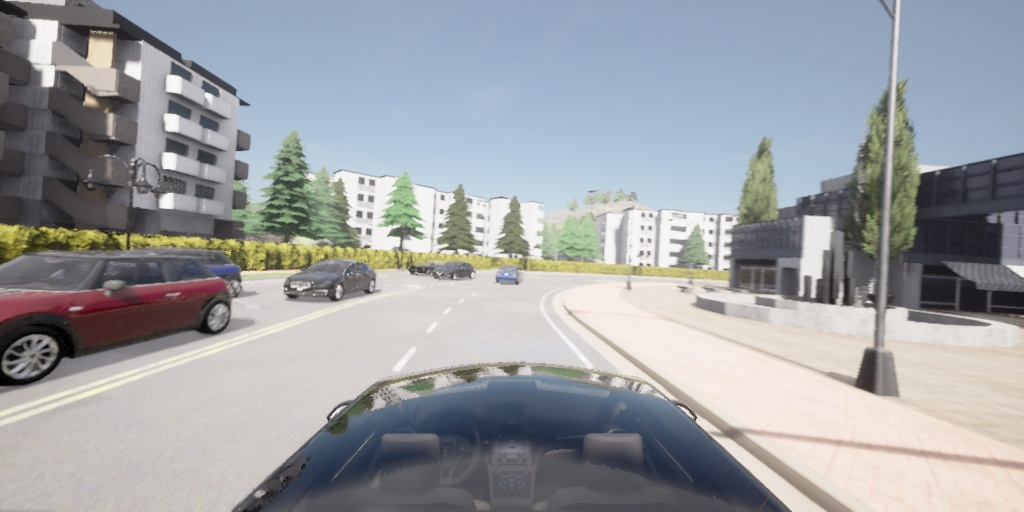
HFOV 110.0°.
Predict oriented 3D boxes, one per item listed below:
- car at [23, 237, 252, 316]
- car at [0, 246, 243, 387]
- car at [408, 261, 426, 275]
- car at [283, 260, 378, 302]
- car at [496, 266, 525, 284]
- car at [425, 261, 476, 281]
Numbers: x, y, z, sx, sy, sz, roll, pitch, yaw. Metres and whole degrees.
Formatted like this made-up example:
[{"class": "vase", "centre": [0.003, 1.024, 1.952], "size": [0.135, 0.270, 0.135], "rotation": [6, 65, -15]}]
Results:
[{"class": "car", "centre": [-10.696, 0.517, 10.928], "size": [2.097, 1.767, 4.553], "rotation": [3, -1, 0]}, {"class": "car", "centre": [-7.110, 0.699, 5.919], "size": [2.097, 1.767, 4.553], "rotation": [3, 0, -2]}, {"class": "car", "centre": [-7.125, 1.124, 31.994], "size": [1.895, 1.301, 4.718], "rotation": [3, 0, 23]}, {"class": "car", "centre": [-7.222, 0.905, 14.817], "size": [1.837, 1.490, 4.892], "rotation": [3, 0, 2]}, {"class": "car", "centre": [-0.106, 1.518, 29.867], "size": [2.033, 1.411, 5.357], "rotation": [3, -1, 7]}, {"class": "car", "centre": [-4.569, 1.161, 28.916], "size": [1.837, 1.490, 4.892], "rotation": [3, 0, 21]}]
